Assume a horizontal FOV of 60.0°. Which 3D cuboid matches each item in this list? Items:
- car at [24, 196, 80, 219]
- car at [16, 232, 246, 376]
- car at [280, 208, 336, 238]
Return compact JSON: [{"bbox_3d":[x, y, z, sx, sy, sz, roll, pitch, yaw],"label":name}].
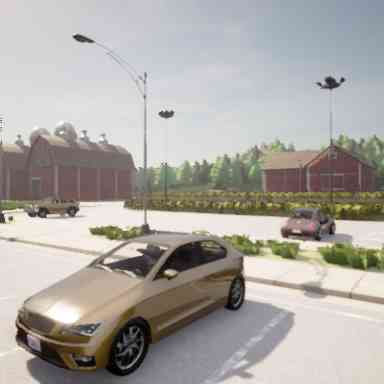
[{"bbox_3d":[-12.422,1.320,29.787,1.932,1.855,4.605,0,0,36],"label":"car"},{"bbox_3d":[-0.653,1.507,5.646,1.816,1.474,4.193,0,0,36],"label":"car"},{"bbox_3d":[5.910,1.523,16.775,1.784,1.438,3.905,0,0,36],"label":"car"}]
